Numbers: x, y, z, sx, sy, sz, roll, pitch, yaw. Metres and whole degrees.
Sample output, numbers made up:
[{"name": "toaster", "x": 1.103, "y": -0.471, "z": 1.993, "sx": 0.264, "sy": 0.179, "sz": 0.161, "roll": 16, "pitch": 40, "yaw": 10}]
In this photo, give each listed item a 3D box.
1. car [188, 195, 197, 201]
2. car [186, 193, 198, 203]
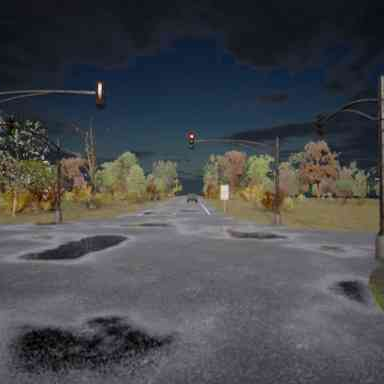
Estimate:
[{"name": "car", "x": 0.026, "y": 1.398, "z": 78.072, "sx": 2.033, "sy": 1.411, "sz": 5.357, "roll": 0, "pitch": 0, "yaw": 0}, {"name": "car", "x": 0.023, "y": 1.235, "z": 67.681, "sx": 2.150, "sy": 2.045, "sz": 5.566, "roll": 0, "pitch": 0, "yaw": 0}]
